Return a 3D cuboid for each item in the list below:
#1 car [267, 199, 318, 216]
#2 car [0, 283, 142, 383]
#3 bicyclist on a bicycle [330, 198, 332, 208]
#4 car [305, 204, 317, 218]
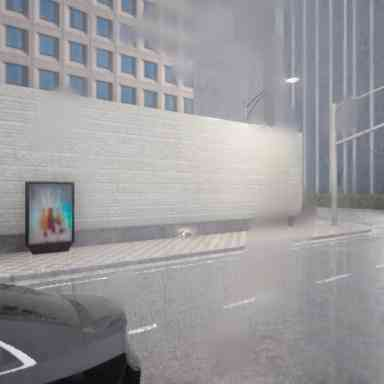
[{"bbox_3d":[10.434,1.547,34.841,2.128,1.511,4.902,0,0,-36],"label":"car"},{"bbox_3d":[-2.714,1.505,2.056,4.892,1.490,1.837,0,0,-35],"label":"car"},{"bbox_3d":[18.659,1.356,43.935,1.656,1.620,0.582,0,0,-36],"label":"bicyclist on a bicycle"},{"bbox_3d":[9.053,1.533,30.755,1.882,1.535,5.008,0,0,-36],"label":"car"}]
